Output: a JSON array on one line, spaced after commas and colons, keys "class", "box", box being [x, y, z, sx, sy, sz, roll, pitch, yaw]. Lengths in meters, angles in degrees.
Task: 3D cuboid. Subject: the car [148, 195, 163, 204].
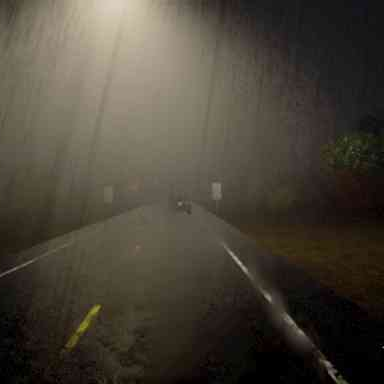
[{"class": "car", "box": [-5.417, 1.142, 49.775, 2.097, 1.767, 4.553, -2, 0, -2]}]

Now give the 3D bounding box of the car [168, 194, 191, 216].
[{"class": "car", "box": [-1.257, 1.216, 33.574, 2.150, 2.045, 5.566, -2, 0, -2]}]

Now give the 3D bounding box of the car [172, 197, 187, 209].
[{"class": "car", "box": [-1.797, 1.489, 48.229, 1.882, 1.535, 5.008, -2, 0, -2]}]
